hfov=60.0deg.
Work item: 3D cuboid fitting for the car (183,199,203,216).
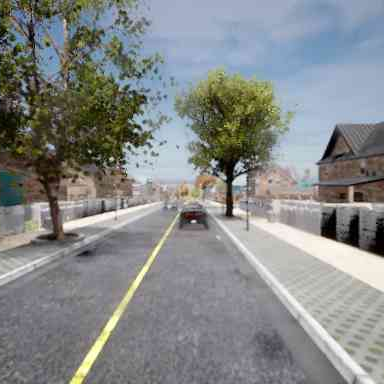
[{"bbox_3d":[0.116,1.561,34.887,1.882,1.535,5.008,0,0,0],"label":"car"}]

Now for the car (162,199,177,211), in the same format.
[{"bbox_3d":[-2.723,1.658,42.770,2.128,1.511,4.902,0,0,0],"label":"car"}]

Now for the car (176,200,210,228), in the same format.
[{"bbox_3d":[0.112,1.535,22.209,1.837,1.490,4.892,0,0,0],"label":"car"}]
